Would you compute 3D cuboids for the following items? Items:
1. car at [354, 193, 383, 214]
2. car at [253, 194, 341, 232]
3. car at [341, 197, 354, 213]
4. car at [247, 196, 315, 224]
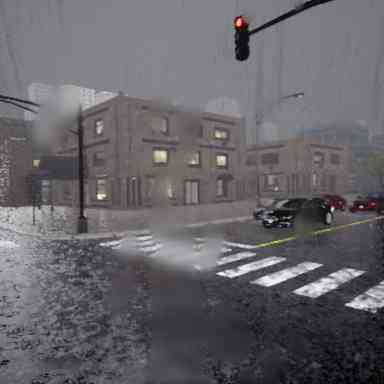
[{"bbox_3d":[12.659,0.740,23.273,4.181,1.385,1.994,-2,1,-41],"label":"car"},{"bbox_3d":[5.326,1.001,16.656,4.892,1.490,1.837,-3,2,-42],"label":"car"},{"bbox_3d":[9.746,0.817,24.133,4.206,1.307,1.802,-3,2,-42],"label":"car"},{"bbox_3d":[5.523,0.985,20.314,4.313,1.339,1.947,-3,2,-42],"label":"car"}]
